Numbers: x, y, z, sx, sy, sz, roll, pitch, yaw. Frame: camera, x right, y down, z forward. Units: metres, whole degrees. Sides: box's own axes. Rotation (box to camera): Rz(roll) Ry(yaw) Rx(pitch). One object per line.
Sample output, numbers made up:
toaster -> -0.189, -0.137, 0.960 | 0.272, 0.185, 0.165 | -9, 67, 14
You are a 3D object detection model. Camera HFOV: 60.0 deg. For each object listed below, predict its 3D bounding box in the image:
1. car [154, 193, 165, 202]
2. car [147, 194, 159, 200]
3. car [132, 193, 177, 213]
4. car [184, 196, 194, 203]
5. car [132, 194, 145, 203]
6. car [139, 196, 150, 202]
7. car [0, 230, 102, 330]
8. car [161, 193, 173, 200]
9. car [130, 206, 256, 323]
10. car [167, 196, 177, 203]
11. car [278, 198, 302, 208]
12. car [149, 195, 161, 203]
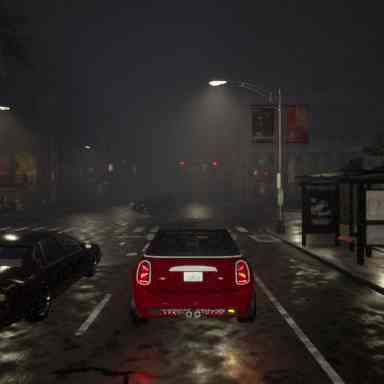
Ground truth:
car -> -7.852, 1.225, 80.464 | 2.150, 2.045, 5.566 | 0, 0, -1
car -> -10.603, 1.355, 90.153 | 2.097, 1.767, 4.553 | 0, 0, 9
car -> -3.917, 1.221, 35.748 | 2.150, 2.045, 5.566 | -1, 0, 35
car -> -0.637, 1.505, 69.346 | 1.837, 1.490, 4.892 | 0, 0, -1
car -> -11.235, 1.355, 69.680 | 2.097, 1.767, 4.553 | 0, 0, -1
car -> -11.342, 1.595, 79.855 | 1.895, 1.301, 4.718 | 0, 0, -1
car -> -3.491, 1.547, 7.164 | 2.033, 1.411, 5.357 | 0, 0, 0
car -> -6.872, 1.225, 91.028 | 2.150, 2.045, 5.566 | 0, 0, 9
car -> 0.008, 1.352, 7.370 | 2.097, 1.767, 4.553 | 0, 0, 0
car -> -4.165, 1.599, 70.076 | 1.895, 1.301, 4.718 | 0, 0, -1
car -> 14.926, 1.545, 46.560 | 5.357, 1.411, 2.033 | 0, 0, -1
car -> -7.738, 1.478, 69.985 | 1.882, 1.535, 5.008 | 0, 0, -1
